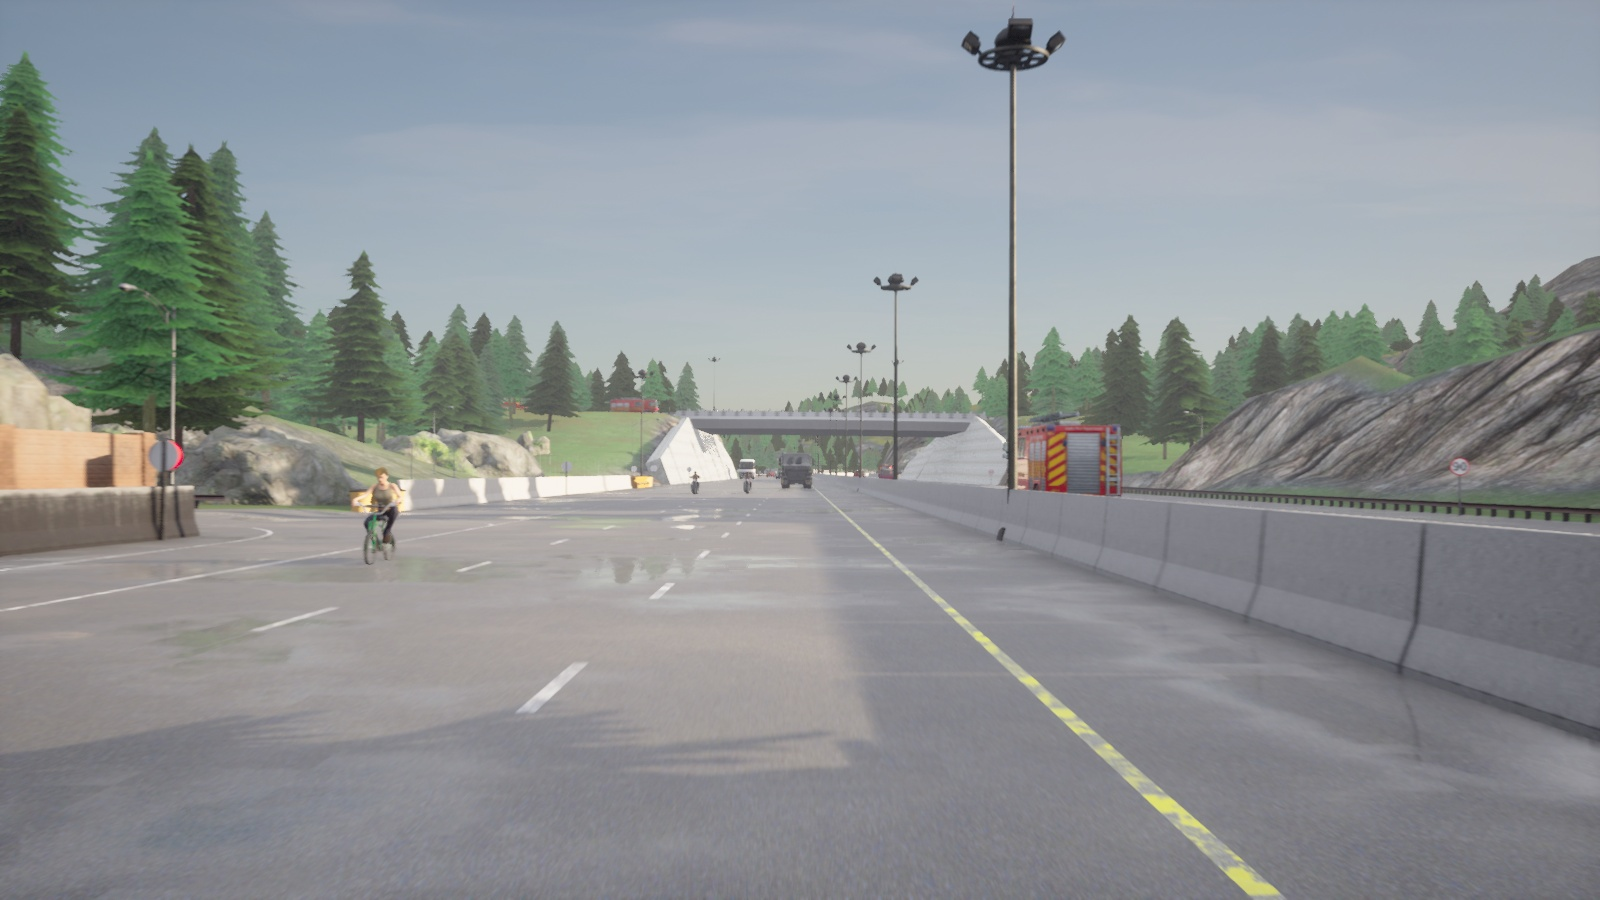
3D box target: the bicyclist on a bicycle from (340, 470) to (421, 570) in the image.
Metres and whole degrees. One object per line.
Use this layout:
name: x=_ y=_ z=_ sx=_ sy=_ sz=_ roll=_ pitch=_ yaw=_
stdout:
bicyclist on a bicycle: x=-7.057 y=1.155 z=21.203 sx=0.866 sy=1.612 sz=1.509 roll=0 pitch=-1 yaw=0

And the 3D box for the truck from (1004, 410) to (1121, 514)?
truck: x=10.370 y=0.500 z=50.505 sx=2.891 sy=3.827 sz=8.468 roll=0 pitch=-1 yaw=0
